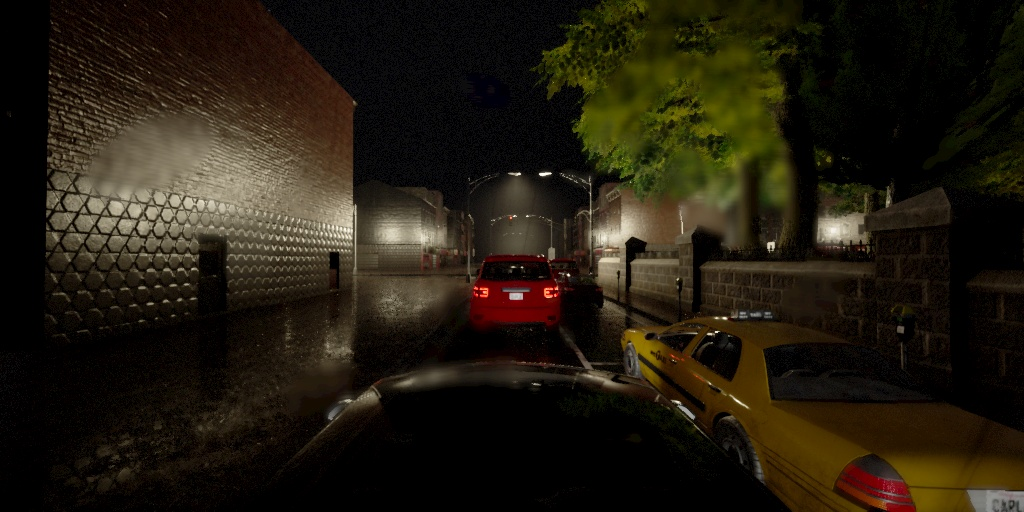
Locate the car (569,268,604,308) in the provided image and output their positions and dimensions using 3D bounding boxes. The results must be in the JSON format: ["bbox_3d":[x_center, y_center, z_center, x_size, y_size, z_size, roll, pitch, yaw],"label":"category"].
[{"bbox_3d":[2.633,1.339,14.928,1.802,1.307,4.207,0,0,0],"label":"car"}]

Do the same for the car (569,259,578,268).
[{"bbox_3d":[2.631,1.078,20.377,2.192,1.841,5.009,0,0,0],"label":"car"}]

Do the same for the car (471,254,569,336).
[{"bbox_3d":[0.096,0.975,10.515,2.150,2.045,5.566,0,0,0],"label":"car"}]

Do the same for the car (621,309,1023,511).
[{"bbox_3d":[2.637,1.276,4.200,1.751,1.417,4.829,0,0,0],"label":"car"}]
